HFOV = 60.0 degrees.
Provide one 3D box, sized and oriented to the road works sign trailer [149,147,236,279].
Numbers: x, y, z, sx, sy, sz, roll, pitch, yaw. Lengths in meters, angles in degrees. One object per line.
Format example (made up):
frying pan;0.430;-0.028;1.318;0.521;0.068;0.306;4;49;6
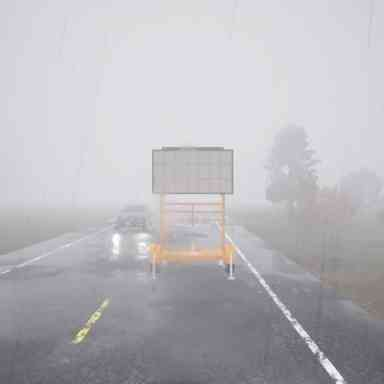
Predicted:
road works sign trailer;0.021;0.465;9.974;2.380;3.560;2.880;0;0;0

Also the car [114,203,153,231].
car;-3.555;1.509;20.879;1.837;1.490;4.892;0;0;0

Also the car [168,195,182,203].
car;-3.414;1.567;63.089;1.812;1.442;4.674;0;0;1
